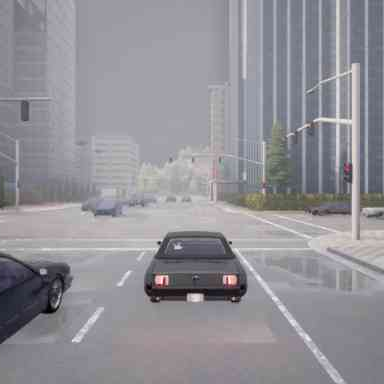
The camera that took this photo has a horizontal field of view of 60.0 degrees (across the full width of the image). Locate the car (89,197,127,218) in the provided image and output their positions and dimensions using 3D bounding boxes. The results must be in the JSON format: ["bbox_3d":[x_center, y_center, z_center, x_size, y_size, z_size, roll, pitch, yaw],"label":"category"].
[{"bbox_3d":[-7.553,1.477,30.361,1.882,1.535,5.008,0,0,-1],"label":"car"}]

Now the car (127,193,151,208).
[{"bbox_3d":[-7.934,1.220,49.241,2.150,2.045,5.566,0,0,0],"label":"car"}]

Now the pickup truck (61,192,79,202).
[{"bbox_3d":[-24.771,1.058,69.220,2.390,2.098,6.274,0,0,30],"label":"pickup truck"}]

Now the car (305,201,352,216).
[{"bbox_3d":[13.582,1.547,31.573,5.357,1.411,2.033,0,0,-3],"label":"car"}]

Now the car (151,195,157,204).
[{"bbox_3d":[-8.131,1.352,65.972,2.097,1.767,4.553,0,0,0],"label":"car"}]

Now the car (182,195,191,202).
[{"bbox_3d":[-1.231,1.553,75.009,1.994,1.385,4.181,0,0,-1],"label":"car"}]

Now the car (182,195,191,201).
[{"bbox_3d":[-1.389,1.540,84.784,2.033,1.411,5.357,0,0,-1],"label":"car"}]

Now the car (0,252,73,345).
[{"bbox_3d":[-3.436,1.547,4.568,2.033,1.411,5.357,0,0,0],"label":"car"}]

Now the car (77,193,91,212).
[{"bbox_3d":[-11.239,1.352,38.476,2.097,1.767,4.553,0,0,-1],"label":"car"}]

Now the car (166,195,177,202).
[{"bbox_3d":[-4.721,1.500,74.548,1.837,1.490,4.892,0,0,-1],"label":"car"}]

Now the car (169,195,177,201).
[{"bbox_3d":[-4.888,1.524,84.716,1.812,1.442,4.674,0,0,-1],"label":"car"}]

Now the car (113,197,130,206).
[{"bbox_3d":[-11.512,1.563,54.836,1.994,1.385,4.181,0,0,-1],"label":"car"}]

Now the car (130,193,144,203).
[{"bbox_3d":[-11.679,1.224,71.179,2.150,2.045,5.566,0,0,-1],"label":"car"}]

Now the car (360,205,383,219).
[{"bbox_3d":[16.937,1.601,28.066,4.718,1.301,1.895,0,0,0],"label":"car"}]

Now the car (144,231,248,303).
[{"bbox_3d":[0.066,1.601,8.164,1.895,1.301,4.718,0,0,0],"label":"car"}]
